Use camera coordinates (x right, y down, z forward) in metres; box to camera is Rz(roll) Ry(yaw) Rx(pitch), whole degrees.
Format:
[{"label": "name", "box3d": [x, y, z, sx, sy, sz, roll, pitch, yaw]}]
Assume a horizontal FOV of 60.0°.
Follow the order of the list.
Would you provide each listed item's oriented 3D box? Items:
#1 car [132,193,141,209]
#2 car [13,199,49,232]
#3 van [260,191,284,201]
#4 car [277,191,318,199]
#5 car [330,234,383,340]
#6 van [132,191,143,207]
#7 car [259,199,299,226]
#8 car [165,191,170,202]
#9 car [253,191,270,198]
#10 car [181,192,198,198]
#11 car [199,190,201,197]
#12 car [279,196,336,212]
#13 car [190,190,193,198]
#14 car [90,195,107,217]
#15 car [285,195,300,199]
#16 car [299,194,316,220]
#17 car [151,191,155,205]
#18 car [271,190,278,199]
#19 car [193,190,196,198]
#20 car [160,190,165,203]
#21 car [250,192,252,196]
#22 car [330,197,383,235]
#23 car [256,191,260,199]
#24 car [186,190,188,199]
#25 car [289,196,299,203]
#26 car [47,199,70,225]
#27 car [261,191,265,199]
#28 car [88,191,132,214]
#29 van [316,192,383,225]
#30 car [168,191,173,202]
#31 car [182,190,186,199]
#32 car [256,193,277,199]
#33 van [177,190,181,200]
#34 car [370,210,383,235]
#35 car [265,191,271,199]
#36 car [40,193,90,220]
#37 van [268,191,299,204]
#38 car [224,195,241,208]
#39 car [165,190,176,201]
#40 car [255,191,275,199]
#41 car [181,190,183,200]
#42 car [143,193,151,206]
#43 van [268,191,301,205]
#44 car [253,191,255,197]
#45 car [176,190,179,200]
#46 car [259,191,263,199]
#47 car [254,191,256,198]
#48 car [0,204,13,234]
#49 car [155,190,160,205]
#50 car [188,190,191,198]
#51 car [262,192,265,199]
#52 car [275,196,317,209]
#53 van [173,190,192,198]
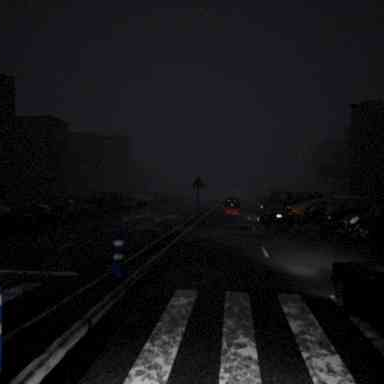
[{"label": "car", "box3d": [-8.367, 1.152, 34.058, 5.366, 1.575, 1.946, 0, 1, 7]}, {"label": "car", "box3d": [-10.683, 1.310, 17.673, 5.008, 1.535, 2.097, 0, 0, 7]}, {"label": "van", "box3d": [15.773, 0.749, 65.529, 4.442, 1.987, 1.878, 0, 0, 7]}, {"label": "car", "box3d": [11.605, 1.023, 32.441, 5.566, 2.045, 2.435, 0, 1, 7]}, {"label": "car", "box3d": [3.507, 1.597, 4.462, 1.895, 1.301, 4.718, 0, 0, 4]}, {"label": "van", "box3d": [-8.079, 0.900, 36.798, 4.442, 1.987, 1.878, 0, 1, 7]}, {"label": "car", "box3d": [5.646, 1.445, 22.541, 1.994, 1.385, 4.181, 0, 1, 7]}, {"label": "car", "box3d": [-6.418, 0.995, 50.486, 4.892, 1.521, 2.231, 0, 1, 7]}, {"label": "car", "box3d": [19.512, 0.725, 93.068, 4.553, 1.767, 2.185, 0, 0, 7]}, {"label": "car", "box3d": [-0.753, 0.794, 94.234, 4.674, 1.452, 2.002, 0, 0, 7]}, {"label": "car", "box3d": [-0.926, 0.759, 91.476, 5.366, 1.575, 1.946, 0, 0, 7]}, {"label": "car", "box3d": [12.118, 1.241, 35.181, 5.366, 1.575, 1.946, 0, 1, 7]}, {"label": "car", "box3d": [-2.886, 0.811, 77.829, 5.008, 1.535, 2.097, 0, 0, 7]}, {"label": "car", "box3d": [-9.620, 1.242, 25.880, 4.892, 1.521, 2.231, 0, 1, 7]}, {"label": "car", "box3d": [11.222, 1.306, 29.692, 4.892, 1.521, 2.231, 0, 1, 7]}, {"label": "car", "box3d": [10.528, 1.241, 24.176, 4.553, 1.767, 2.185, 0, 1, 7]}, {"label": "car", "box3d": [-7.518, 0.944, 42.287, 4.553, 1.767, 2.185, 0, 1, 7]}, {"label": "car", "box3d": [12.283, 0.961, 38.085, 5.566, 2.045, 2.435, 0, 1, 7]}, {"label": "car", "box3d": [-2.553, 0.547, 80.564, 5.566, 2.045, 2.435, 0, 0, 7]}, {"label": "car", "box3d": [-6.747, 0.892, 47.748, 4.553, 1.767, 2.185, 0, 1, 7]}, {"label": "car", "box3d": [19.116, 0.858, 90.315, 5.008, 1.535, 2.097, 0, 0, 7]}, {"label": "car", "box3d": [9.450, 1.316, 15.902, 4.553, 1.767, 2.185, 0, 0, 7]}, {"label": "car", "box3d": [15.502, 0.742, 62.763, 5.566, 2.045, 2.435, 0, 0, 7]}, {"label": "car", "box3d": [-3.938, 0.855, 69.624, 4.892, 1.521, 2.231, 0, 0, 7]}, {"label": "car", "box3d": [10.867, 1.334, 27.062, 5.008, 1.535, 2.097, 0, 1, 7]}, {"label": "car", "box3d": [-10.321, 1.328, 20.405, 4.674, 1.452, 2.002, 0, 1, 7]}, {"label": "car", "box3d": [14.780, 1.064, 57.253, 4.792, 1.488, 2.163, 0, 0, 7]}, {"label": "car", "box3d": [-8.932, 0.932, 31.348, 5.566, 2.045, 2.435, 0, 1, 7]}, {"label": "van", "box3d": [9.679, 1.195, 18.804, 4.442, 1.987, 1.878, 0, 1, 7]}, {"label": "car", "box3d": [-6.064, 0.971, 53.220, 4.892, 1.521, 2.231, 0, 1, 7]}, {"label": "car", "box3d": [-4.482, 0.867, 66.916, 5.366, 1.575, 1.946, 0, 0, 7]}, {"label": "car", "box3d": [17.681, 0.939, 79.293, 4.674, 1.452, 2.002, 0, 0, 7]}, {"label": "van", "box3d": [-4.873, 0.682, 61.529, 4.442, 1.987, 1.878, 0, 0, 7]}, {"label": "car", "box3d": [8.686, 1.500, 10.522, 4.792, 1.488, 2.163, 0, 0, 7]}, {"label": "car", "box3d": [13.401, 0.879, 46.221, 5.566, 2.045, 2.435, 0, 1, 7]}, {"label": "car", "box3d": [-9.937, 1.140, 23.135, 4.553, 1.767, 2.185, 0, 1, 7]}, {"label": "van", "box3d": [14.208, 0.855, 51.720, 4.442, 1.987, 1.878, 0, 1, 7]}, {"label": "car", "box3d": [5.009, 1.168, 41.223, 1.837, 1.490, 4.892, 0, 1, 8]}, {"label": "car", "box3d": [-5.709, 0.950, 55.954, 4.892, 1.521, 2.231, 0, 0, 7]}, {"label": "car", "box3d": [18.013, 0.761, 82.052, 4.553, 1.767, 2.185, 0, 0, 7]}, {"label": "car", "box3d": [-4.650, 0.929, 64.157, 4.674, 1.452, 2.002, 0, 0, 7]}, {"label": "car", "box3d": [-7.847, 1.097, 39.551, 5.008, 1.535, 2.097, 0, 1, 7]}, {"label": "van", "box3d": [13.617, 0.877, 48.996, 4.442, 1.987, 1.878, 0, 1, 7]}, {"label": "car", "box3d": [16.579, 0.689, 71.028, 5.566, 2.045, 2.435, 0, 0, 7]}, {"label": "car", "box3d": [-5.355, 0.928, 58.687, 4.892, 1.521, 2.231, 0, 0, 7]}, {"label": "car", "box3d": [15.162, 1.015, 60.005, 4.892, 1.521, 2.231, 0, 0, 7]}, {"label": "car", "box3d": [16.063, 0.954, 68.295, 5.366, 1.575, 1.946, 0, 0, 7]}, {"label": "car", "box3d": [-11.001, 1.202, 14.928, 4.553, 1.767, 2.185, 0, 0, 7]}, {"label": "car", "box3d": [-7.163, 0.918, 45.021, 4.553, 1.767, 2.185, 0, 1, 7]}, {"label": "car", "box3d": [-3.238, 0.864, 75.094, 4.674, 1.452, 2.002, 0, 0, 7]}, {"label": "car", "box3d": [14.464, 1.096, 54.618, 4.674, 1.452, 2.002, 0, 1, 7]}, {"label": "car", "box3d": [12.658, 1.224, 40.780, 4.674, 1.452, 2.002, 0, 1, 7]}, {"label": "van", "box3d": [-2.287, 0.562, 83.311, 4.442, 1.987, 1.878, 0, 0, 7]}]
